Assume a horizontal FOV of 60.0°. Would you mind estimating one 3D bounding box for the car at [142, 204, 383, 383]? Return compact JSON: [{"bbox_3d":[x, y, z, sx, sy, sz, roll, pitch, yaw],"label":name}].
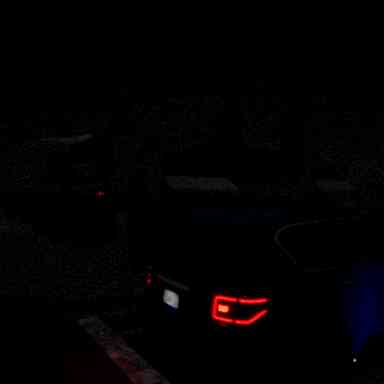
[{"bbox_3d":[1.987,1.208,5.016,5.566,2.045,2.150,0,0,-35],"label":"car"}]
